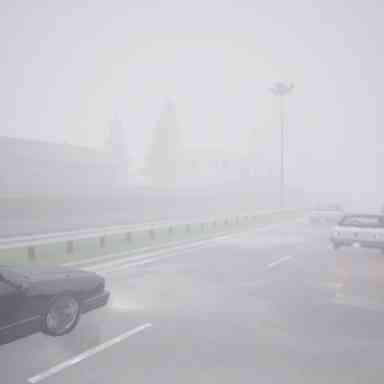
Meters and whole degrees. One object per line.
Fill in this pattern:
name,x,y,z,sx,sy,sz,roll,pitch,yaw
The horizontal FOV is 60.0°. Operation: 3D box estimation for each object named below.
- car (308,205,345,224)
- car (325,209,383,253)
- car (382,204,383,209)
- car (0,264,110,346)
car,9.837,1.549,23.627,1.895,1.301,4.718,0,0,35
car,7.100,1.571,13.593,1.895,1.301,4.718,0,0,35
car,17.425,1.415,28.377,1.882,1.535,5.008,0,0,35
car,-3.667,1.538,4.294,2.033,1.411,5.357,0,0,35
